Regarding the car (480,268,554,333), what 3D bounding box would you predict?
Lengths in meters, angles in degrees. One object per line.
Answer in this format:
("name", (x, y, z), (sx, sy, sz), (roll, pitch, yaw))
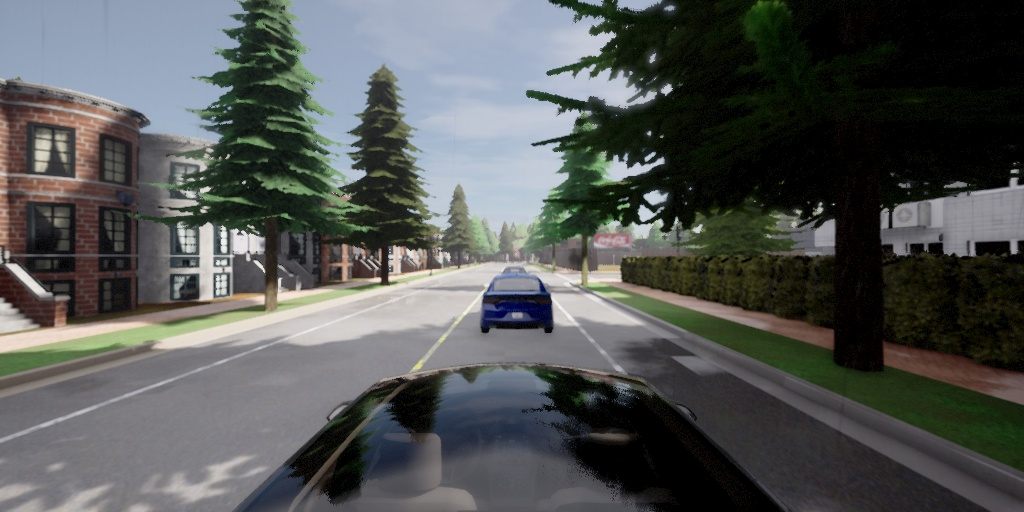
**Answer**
("car", (0.129, 1.268, 10.901), (1.882, 1.535, 5.008), (0, -1, 0))
